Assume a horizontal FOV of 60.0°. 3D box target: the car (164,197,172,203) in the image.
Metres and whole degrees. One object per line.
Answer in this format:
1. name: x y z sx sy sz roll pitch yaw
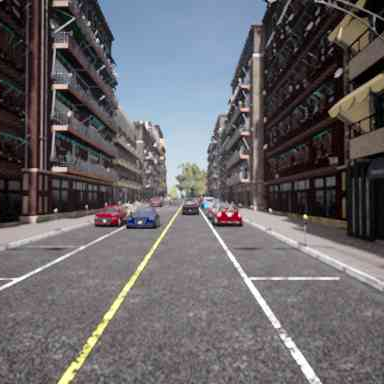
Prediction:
1. car: -6.258 2.140 86.562 1.752 1.417 4.829 1 0 0

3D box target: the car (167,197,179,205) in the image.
1. car: -3.458 1.847 68.685 2.097 1.767 4.553 0 0 0

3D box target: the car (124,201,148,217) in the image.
1. car: -5.914 1.772 35.609 1.752 1.417 4.829 1 0 0

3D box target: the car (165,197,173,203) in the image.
1. car: -6.296 2.202 92.392 1.887 1.381 4.507 1 0 0

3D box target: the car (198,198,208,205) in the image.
1. car: 2.236 2.056 69.764 1.947 1.339 4.313 1 0 0

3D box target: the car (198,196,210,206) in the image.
1. car: 2.278 1.764 64.104 2.192 1.841 5.009 1 0 0

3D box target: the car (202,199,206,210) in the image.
1. car: 2.464 1.797 35.795 2.008 1.369 4.403 1 0 0

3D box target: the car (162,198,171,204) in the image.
1. car: -6.220 2.125 81.069 2.008 1.369 4.403 1 0 0

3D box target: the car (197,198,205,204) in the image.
1. car: 2.160 2.123 81.087 2.008 1.369 4.403 1 0 0

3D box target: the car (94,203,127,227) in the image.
1. car: -5.840 1.714 24.457 1.887 1.381 4.507 1 0 0

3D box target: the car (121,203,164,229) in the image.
1. car: -3.250 1.721 22.776 1.994 1.385 4.181 0 0 0

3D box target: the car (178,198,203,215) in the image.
1. car: -0.163 1.750 37.504 2.128 1.511 4.902 0 0 0

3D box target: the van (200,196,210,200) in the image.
1. van: 2.391 1.667 47.120 1.690 1.788 3.998 1 0 0

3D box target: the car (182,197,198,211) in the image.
1. car: -0.261 1.682 47.539 2.097 1.767 4.553 0 0 0

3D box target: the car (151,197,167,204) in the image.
1. car: -6.065 1.724 58.426 2.192 1.841 5.009 1 0 0

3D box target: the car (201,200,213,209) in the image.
1. car: 2.350 1.949 52.779 1.802 1.307 4.206 1 0 0

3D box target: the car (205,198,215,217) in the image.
1. car: 2.504 1.647 30.134 1.967 1.590 4.097 1 0 0

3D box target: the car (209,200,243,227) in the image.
1. car: 2.542 1.608 24.474 1.967 1.590 4.097 1 0 0
